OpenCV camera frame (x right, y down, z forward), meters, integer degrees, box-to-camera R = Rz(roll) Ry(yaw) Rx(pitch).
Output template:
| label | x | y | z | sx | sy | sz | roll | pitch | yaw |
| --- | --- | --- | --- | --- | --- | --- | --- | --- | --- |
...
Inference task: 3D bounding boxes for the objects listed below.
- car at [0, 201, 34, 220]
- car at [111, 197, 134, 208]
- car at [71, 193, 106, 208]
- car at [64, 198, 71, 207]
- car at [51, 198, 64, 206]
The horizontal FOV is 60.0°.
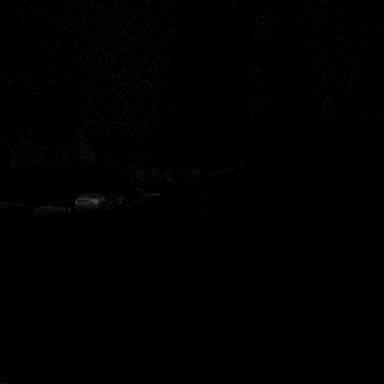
| label | x | y | z | sx | sy | sz | roll | pitch | yaw |
| --- | --- | --- | --- | --- | --- | --- | --- | --- | --- |
| car | -15.458 | 1.526 | 28.103 | 1.812 | 1.442 | 4.674 | 0 | 0 | 13 |
| car | -10.325 | 1.478 | 49.501 | 1.882 | 1.535 | 5.008 | 0 | 0 | 14 |
| car | -14.403 | 1.223 | 47.581 | 2.150 | 2.045 | 5.566 | 0 | 0 | 14 |
| car | -17.091 | 1.601 | 51.298 | 1.895 | 1.301 | 4.718 | 0 | 0 | 14 |
| car | -20.373 | 1.568 | 52.604 | 1.994 | 1.385 | 4.181 | 0 | 0 | 13 |
